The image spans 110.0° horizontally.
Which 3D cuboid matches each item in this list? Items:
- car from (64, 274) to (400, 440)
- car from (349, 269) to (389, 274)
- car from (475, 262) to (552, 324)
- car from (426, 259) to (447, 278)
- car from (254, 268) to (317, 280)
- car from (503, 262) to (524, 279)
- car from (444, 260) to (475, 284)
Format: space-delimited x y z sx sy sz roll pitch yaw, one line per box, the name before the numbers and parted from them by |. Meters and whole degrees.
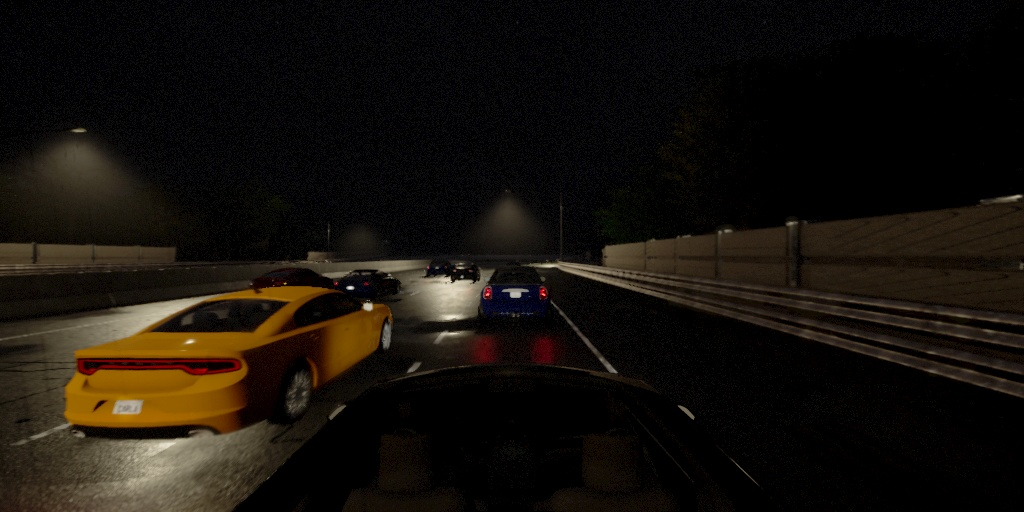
car | -3.499 1.230 5.744 1.882 1.535 5.008 0 0 0
car | -6.898 1.328 17.309 1.994 1.385 4.181 0 0 0
car | 0.101 1.111 12.205 2.097 1.767 4.553 0 0 0
car | -6.895 1.133 35.058 2.097 1.767 4.553 0 0 0
car | -10.385 1.289 17.227 1.812 1.442 4.674 0 0 0
car | 0.147 1.305 33.575 1.812 1.442 4.674 0 0 1
car | -3.496 1.266 27.601 2.128 1.511 4.902 0 0 0
